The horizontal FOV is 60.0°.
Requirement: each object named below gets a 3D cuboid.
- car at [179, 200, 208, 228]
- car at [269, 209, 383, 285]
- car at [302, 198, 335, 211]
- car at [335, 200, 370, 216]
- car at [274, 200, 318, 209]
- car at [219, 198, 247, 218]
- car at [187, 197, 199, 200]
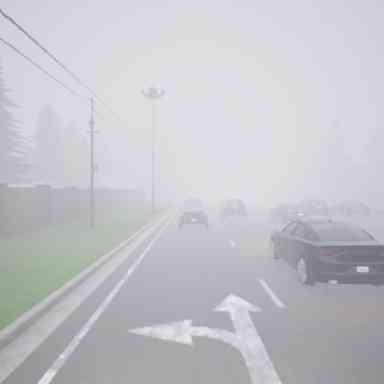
[{"bbox_3d":[0.106,1.530,22.332,1.812,1.442,4.674,0,0,0],"label":"car"},{"bbox_3d":[3.603,1.479,9.487,1.882,1.535,5.008,0,0,0],"label":"car"},{"bbox_3d":[10.608,1.357,29.837,2.097,1.767,4.553,0,0,0],"label":"car"},{"bbox_3d":[14.108,1.497,30.071,2.128,1.511,4.902,0,0,0],"label":"car"},{"bbox_3d":[7.107,1.552,24.508,2.033,1.411,5.357,0,0,0],"label":"car"},{"bbox_3d":[3.607,1.358,29.840,2.097,1.767,4.553,0,0,0],"label":"car"},{"bbox_3d":[0.110,1.360,40.968,2.097,1.767,4.553,0,0,0],"label":"car"}]
